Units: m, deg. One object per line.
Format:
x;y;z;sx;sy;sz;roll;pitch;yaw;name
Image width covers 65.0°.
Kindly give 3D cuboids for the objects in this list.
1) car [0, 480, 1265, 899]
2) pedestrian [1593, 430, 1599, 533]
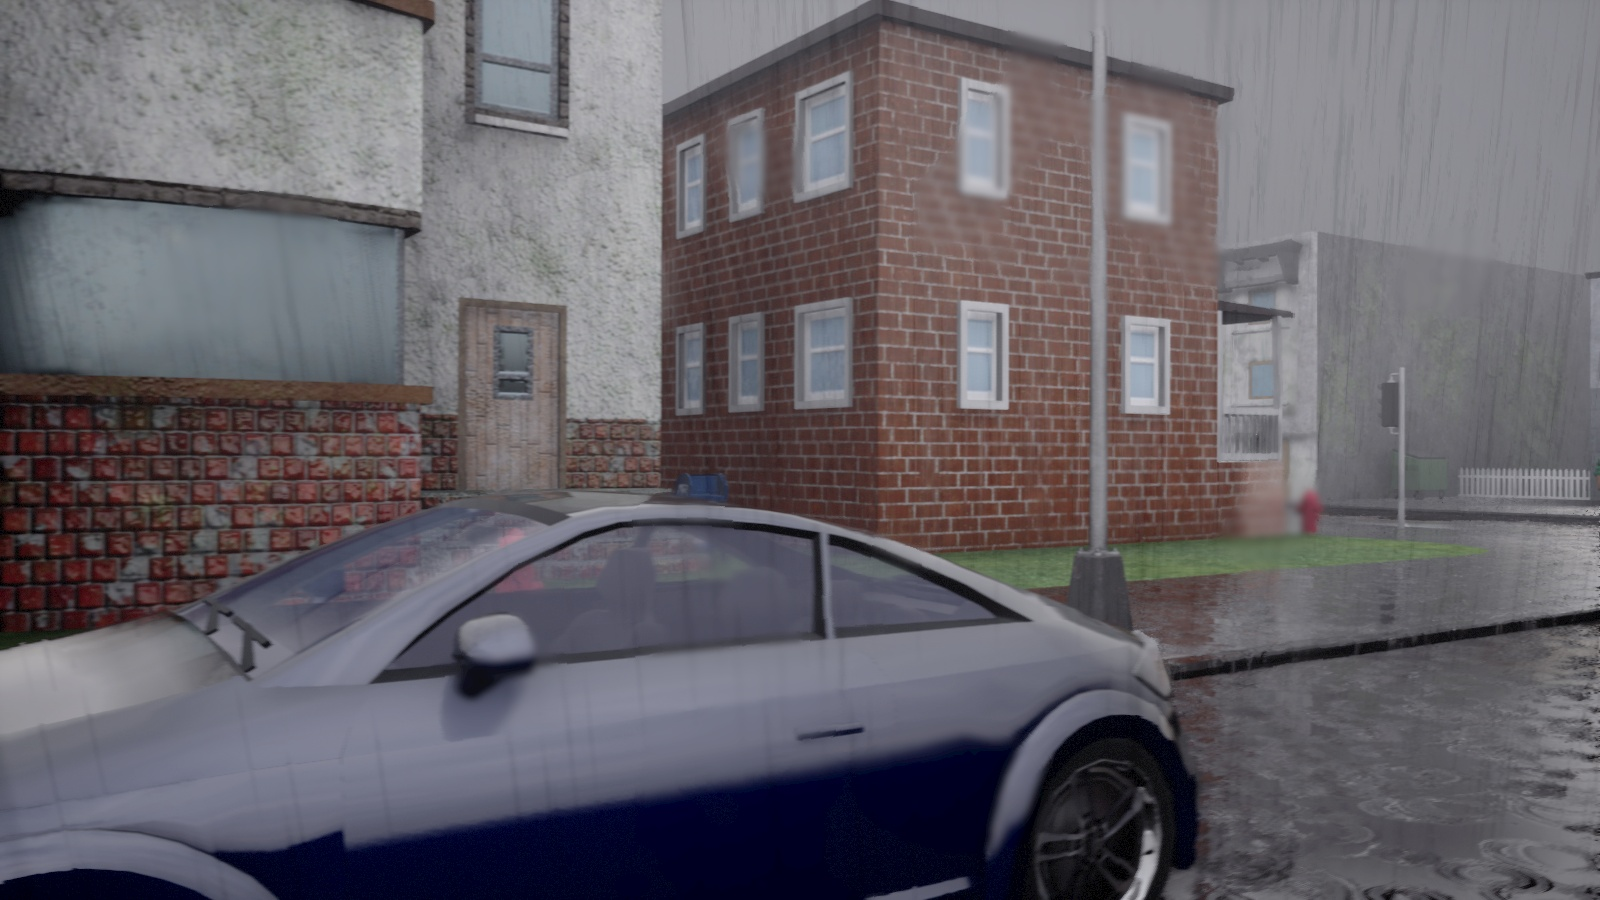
-0.829;0.821;3.682;4.181;1.385;1.994;0;0;-33;car
15.710;0.603;24.186;0.659;1.952;0.873;0;0;27;pedestrian
